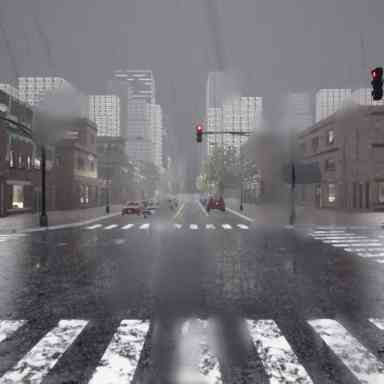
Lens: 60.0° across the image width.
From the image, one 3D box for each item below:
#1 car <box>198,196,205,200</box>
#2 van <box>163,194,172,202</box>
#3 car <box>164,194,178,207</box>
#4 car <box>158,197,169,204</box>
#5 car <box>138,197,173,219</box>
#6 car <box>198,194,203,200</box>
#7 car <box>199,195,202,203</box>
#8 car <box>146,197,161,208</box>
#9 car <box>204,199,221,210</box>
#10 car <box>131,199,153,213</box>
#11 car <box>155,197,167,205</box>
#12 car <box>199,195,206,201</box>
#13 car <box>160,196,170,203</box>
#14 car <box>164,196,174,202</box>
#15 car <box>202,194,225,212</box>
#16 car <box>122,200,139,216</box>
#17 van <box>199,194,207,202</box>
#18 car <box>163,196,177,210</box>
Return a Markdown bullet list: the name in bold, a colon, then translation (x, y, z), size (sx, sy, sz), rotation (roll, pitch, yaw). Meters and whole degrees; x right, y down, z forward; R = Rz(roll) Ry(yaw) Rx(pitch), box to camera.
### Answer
- **car**: translation (2.686, 1.693, 93.796), size (1.802, 1.307, 4.206), rotation (0, 0, 0)
- **van**: translation (-5.693, 1.415, 77.220), size (1.690, 1.788, 3.998), rotation (0, 0, 0)
- **car**: translation (-3.091, 1.522, 50.101), size (2.128, 1.511, 4.902), rotation (0, 0, 0)
- **car**: translation (-5.693, 1.636, 66.169), size (1.802, 1.307, 4.206), rotation (0, 0, 0)
- **car**: translation (-3.100, 1.502, 29.539), size (2.128, 1.511, 4.902), rotation (0, 0, 0)
- **car**: translation (2.687, 1.596, 60.645), size (2.008, 1.369, 4.403), rotation (0, 0, 0)
- **car**: translation (2.688, 1.603, 55.120), size (1.947, 1.339, 4.313), rotation (0, 0, 0)
- **car**: translation (-5.692, 1.555, 49.423), size (1.752, 1.417, 4.829), rotation (0, 0, 0)
- **car**: translation (2.688, 1.590, 44.069), size (1.947, 1.339, 4.313), rotation (0, 0, 0)
- **car**: translation (-5.691, 1.584, 38.542), size (1.947, 1.339, 4.313), rotation (0, 0, 0)
- **car**: translation (-5.693, 1.627, 60.644), size (1.802, 1.307, 4.206), rotation (0, 0, 0)
- **car**: translation (2.686, 1.624, 88.441), size (1.752, 1.417, 4.829), rotation (0, 0, 0)
- **car**: translation (-5.693, 1.589, 71.524), size (1.752, 1.417, 4.829), rotation (0, 0, 0)
- **car**: translation (-5.694, 1.637, 82.745), size (2.008, 1.369, 4.403), rotation (0, 0, 0)
- **car**: translation (2.689, 1.333, 38.543), size (2.192, 1.841, 5.009), rotation (0, 0, 0)
- **car**: translation (-5.779, 1.558, 33.021), size (1.887, 1.381, 4.507), rotation (0, 0, 0)
- **van**: translation (2.686, 1.427, 82.746), size (1.690, 1.788, 3.998), rotation (0, 0, 0)
- **car**: translation (-3.097, 1.524, 39.715), size (1.837, 1.490, 4.892), rotation (0, 0, 0)
